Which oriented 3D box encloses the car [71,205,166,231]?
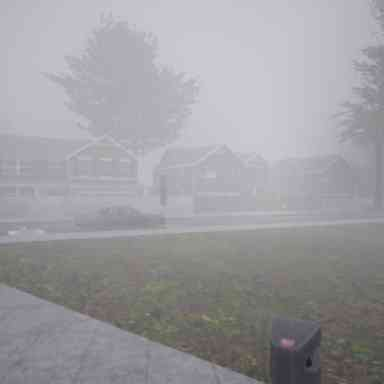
[{"bbox_3d":[-4.270,1.477,19.643,5.357,1.411,2.033,1,0,-29],"label":"car"}]
